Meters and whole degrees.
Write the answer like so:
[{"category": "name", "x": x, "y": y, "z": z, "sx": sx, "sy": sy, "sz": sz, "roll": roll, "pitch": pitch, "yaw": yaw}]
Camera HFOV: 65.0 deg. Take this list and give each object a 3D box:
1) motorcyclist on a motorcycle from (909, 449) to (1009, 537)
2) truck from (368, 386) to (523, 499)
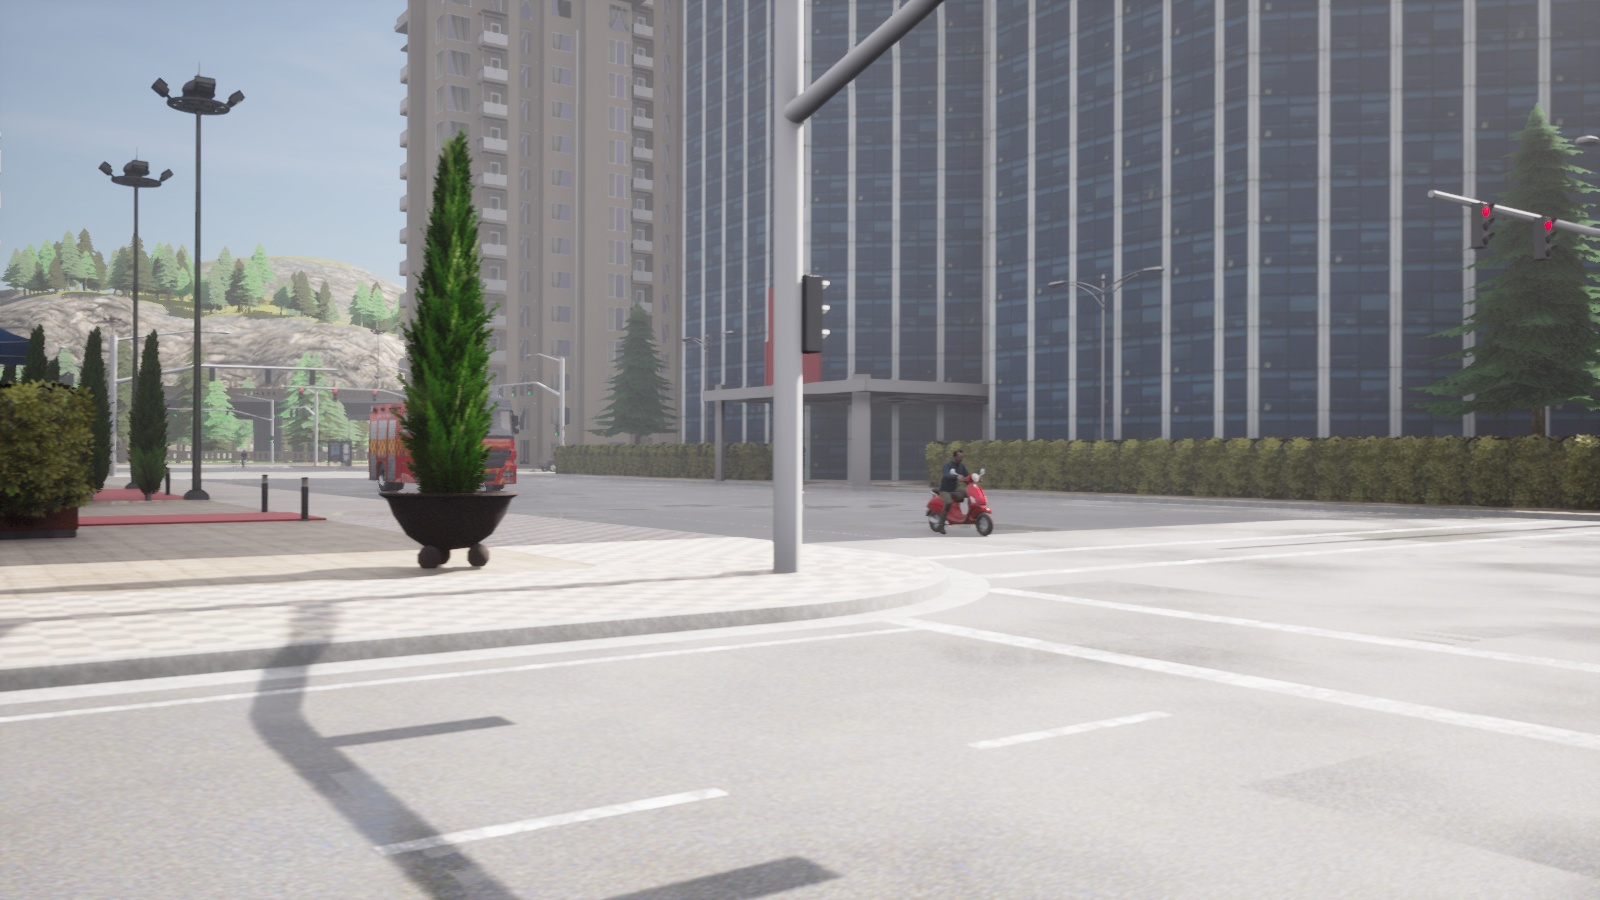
[{"category": "motorcyclist on a motorcycle", "x": 2.967, "y": 0.777, "z": 23.619, "sx": 0.866, "sy": 1.590, "sz": 1.817, "roll": 0, "pitch": 0, "yaw": -35}, {"category": "truck", "x": -13.351, "y": -0.251, "z": 46.740, "sx": 2.891, "sy": 3.827, "sz": 8.468, "roll": 0, "pitch": 0, "yaw": -35}]
